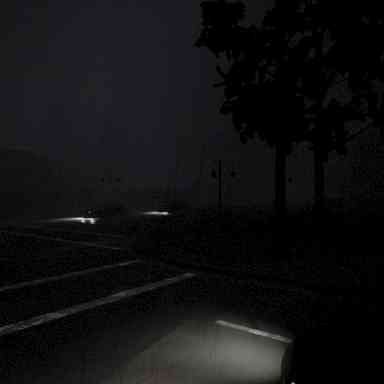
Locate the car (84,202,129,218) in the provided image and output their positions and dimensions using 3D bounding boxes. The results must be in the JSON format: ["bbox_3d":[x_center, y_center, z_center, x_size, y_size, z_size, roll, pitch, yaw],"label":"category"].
[{"bbox_3d":[-7.708,1.564,30.267,1.994,1.385,4.181,0,0,34],"label":"car"}]

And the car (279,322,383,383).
[{"bbox_3d":[2.850,1.526,1.942,4.674,1.442,1.812,0,0,36],"label":"car"}]

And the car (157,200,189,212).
[{"bbox_3d":[-2.120,1.564,38.553,1.994,1.385,4.181,0,0,34],"label":"car"}]
